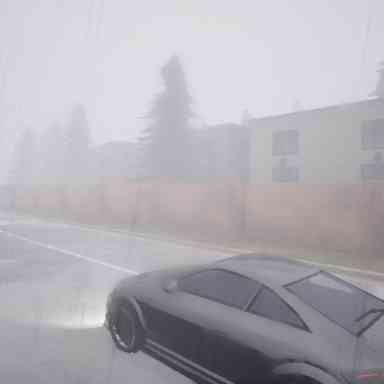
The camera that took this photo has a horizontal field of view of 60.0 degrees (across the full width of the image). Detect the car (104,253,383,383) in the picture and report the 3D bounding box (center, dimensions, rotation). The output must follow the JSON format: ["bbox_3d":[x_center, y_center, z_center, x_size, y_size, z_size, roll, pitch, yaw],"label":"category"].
[{"bbox_3d":[0.638,1.530,4.362,4.181,1.385,1.994,1,1,45],"label":"car"}]
